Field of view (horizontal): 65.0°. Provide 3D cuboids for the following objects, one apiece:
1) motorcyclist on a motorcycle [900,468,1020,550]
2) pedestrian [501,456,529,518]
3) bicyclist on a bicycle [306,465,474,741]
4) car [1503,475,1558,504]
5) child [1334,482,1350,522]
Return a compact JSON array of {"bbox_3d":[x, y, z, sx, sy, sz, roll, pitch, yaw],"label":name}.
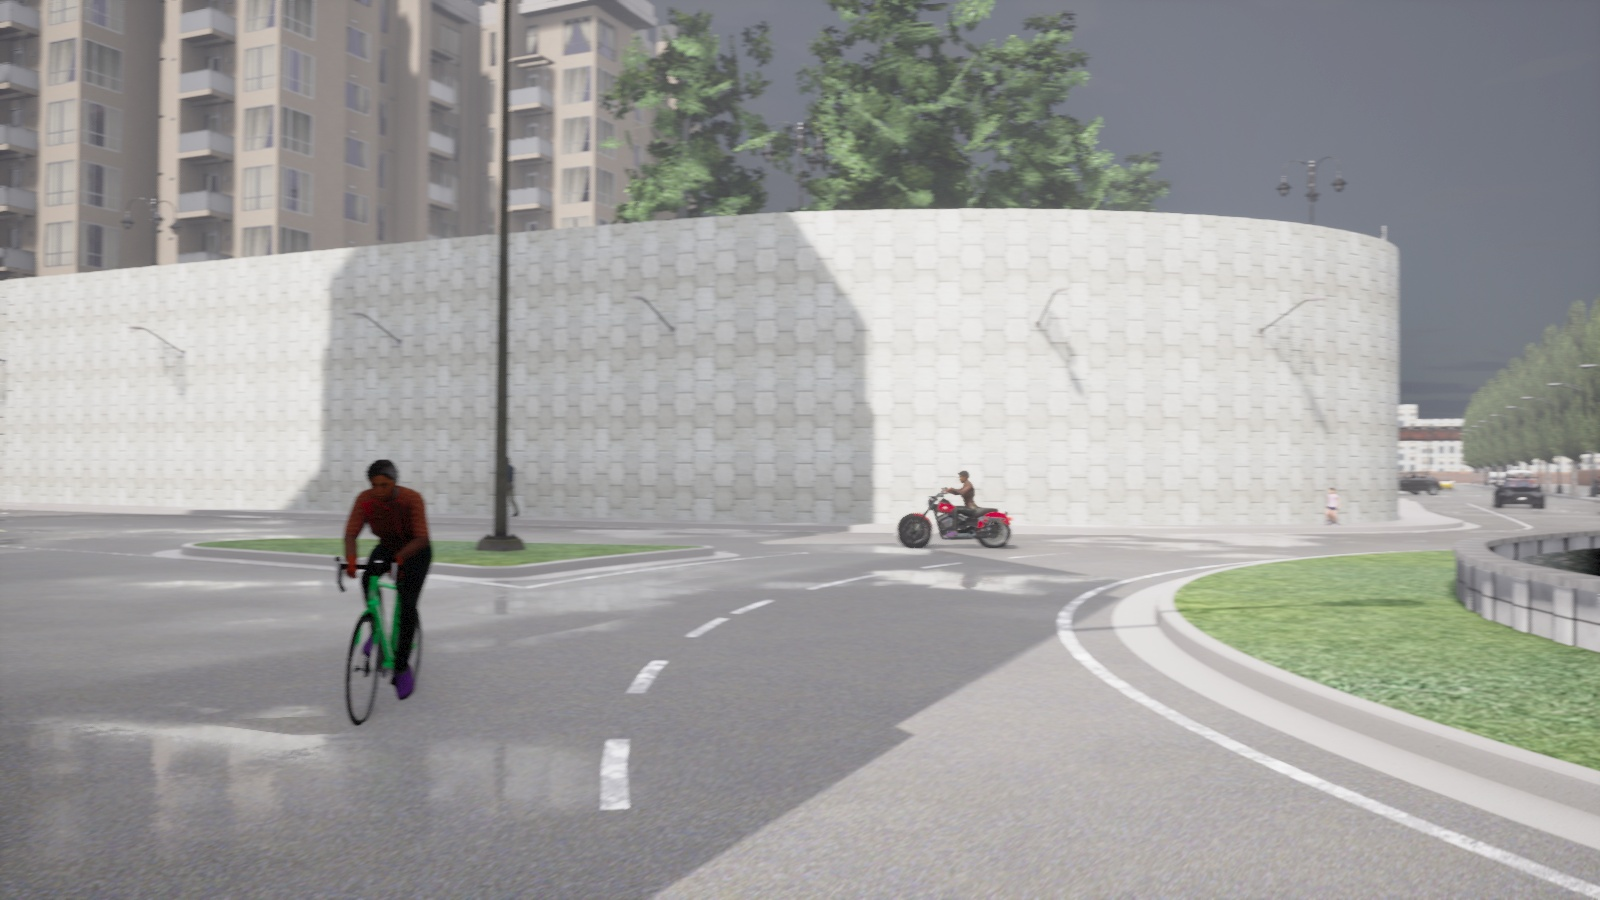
[{"bbox_3d":[3.258,1.200,25.729,2.350,1.649,0.766,0,-1,-1],"label":"motorcyclist on a motorcycle"},{"bbox_3d":[-8.485,1.109,37.402,0.726,1.835,0.370,0,-1,25],"label":"pedestrian"},{"bbox_3d":[-2.624,0.908,8.204,0.582,1.620,1.656,0,-1,-2],"label":"bicyclist on a bicycle"},{"bbox_3d":[35.647,1.900,61.375,1.994,1.385,4.181,0,-1,25],"label":"car"},{"bbox_3d":[15.108,1.435,35.001,0.394,1.110,0.255,1,-1,-36],"label":"child"}]
